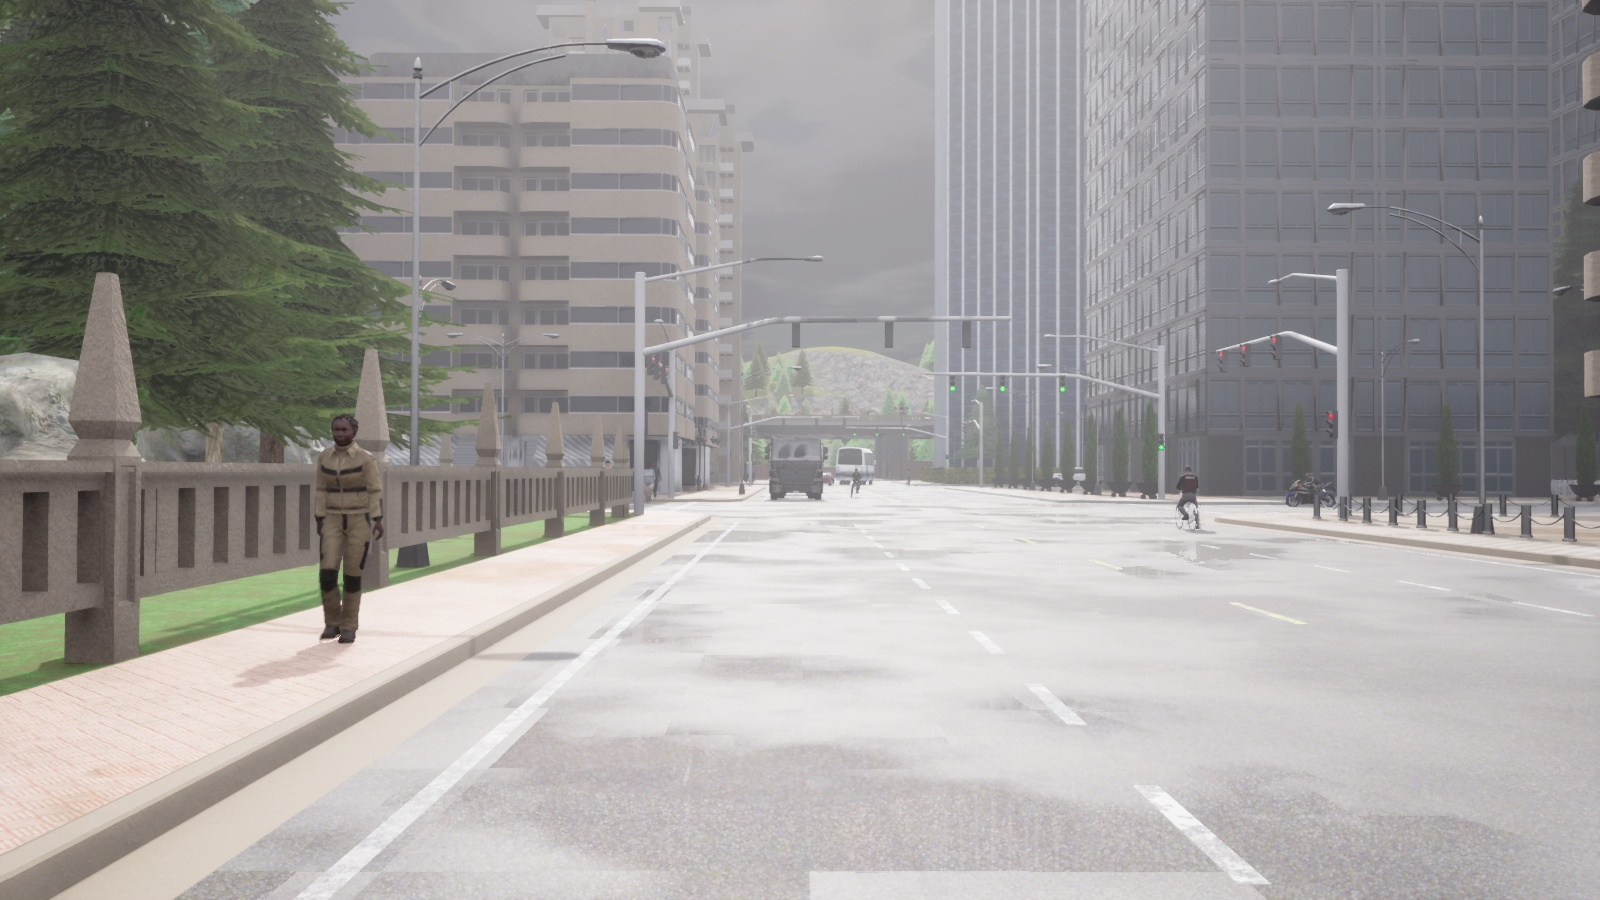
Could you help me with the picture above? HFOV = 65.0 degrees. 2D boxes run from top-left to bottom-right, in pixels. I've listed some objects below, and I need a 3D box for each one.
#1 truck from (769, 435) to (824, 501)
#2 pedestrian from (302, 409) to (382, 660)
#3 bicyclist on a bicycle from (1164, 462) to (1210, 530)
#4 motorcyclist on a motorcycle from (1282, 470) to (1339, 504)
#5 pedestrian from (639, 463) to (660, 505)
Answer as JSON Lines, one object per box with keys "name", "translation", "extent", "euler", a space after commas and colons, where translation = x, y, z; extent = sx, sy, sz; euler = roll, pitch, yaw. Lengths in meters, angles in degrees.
{"name": "truck", "translation": [-0.204, 1.010, 70.268], "extent": [2.891, 3.462, 7.936], "euler": [0, -1, 0]}
{"name": "pedestrian", "translation": [-3.637, 0.655, 10.006], "extent": [0.396, 1.930, 0.692], "euler": [0, -1, -2]}
{"name": "bicyclist on a bicycle", "translation": [10.403, 1.210, 33.845], "extent": [0.659, 1.776, 1.843], "euler": [0, -1, 0]}
{"name": "motorcyclist on a motorcycle", "translation": [22.751, 1.641, 55.963], "extent": [2.191, 1.530, 0.866], "euler": [0, -1, 0]}
{"name": "pedestrian", "translation": [-6.843, 1.534, 56.917], "extent": [0.874, 1.855, 0.900], "euler": [0, -1, -11]}
